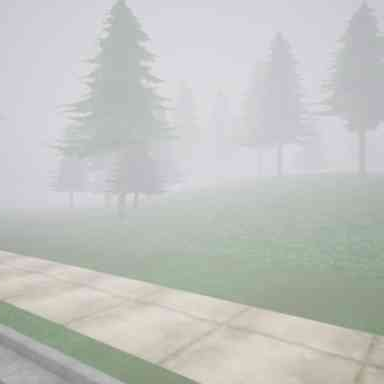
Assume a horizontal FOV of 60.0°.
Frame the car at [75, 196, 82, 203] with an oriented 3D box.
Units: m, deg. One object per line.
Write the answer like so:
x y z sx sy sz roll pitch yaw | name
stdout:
-19.155 1.430 63.982 2.033 1.411 5.357 0 0 36 | car

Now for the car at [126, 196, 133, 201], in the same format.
-13.396 1.222 77.798 2.097 1.767 4.553 0 0 36 | car

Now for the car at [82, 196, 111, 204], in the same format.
-17.026 1.497 60.964 1.895 1.301 4.718 0 0 36 | car

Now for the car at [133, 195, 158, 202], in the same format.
-10.570 1.229 75.734 2.097 1.767 4.553 0 0 36 | car

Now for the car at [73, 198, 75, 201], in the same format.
-21.244 1.410 67.056 2.033 1.411 5.357 0 0 36 | car
